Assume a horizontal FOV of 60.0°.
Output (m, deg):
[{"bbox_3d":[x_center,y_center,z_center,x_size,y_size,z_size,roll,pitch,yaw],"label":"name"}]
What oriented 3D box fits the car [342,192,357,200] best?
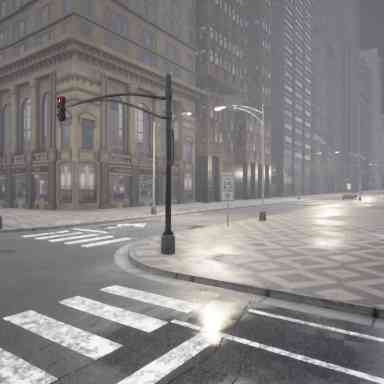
[{"bbox_3d":[28.238,0.712,59.508,1.895,1.301,4.718,0,1,35],"label":"car"}]
